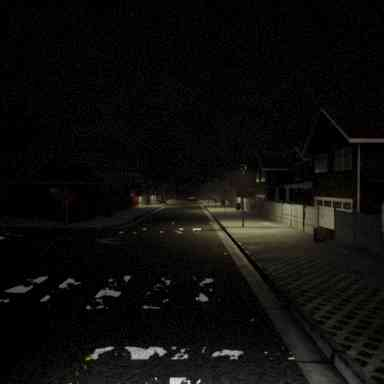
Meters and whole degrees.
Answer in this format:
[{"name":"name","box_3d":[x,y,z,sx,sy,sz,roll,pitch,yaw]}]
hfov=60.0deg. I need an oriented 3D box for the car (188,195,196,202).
[{"name":"car","box_3d":[0.053,1.713,82.097,2.128,1.511,4.902,0,0,0]}]
